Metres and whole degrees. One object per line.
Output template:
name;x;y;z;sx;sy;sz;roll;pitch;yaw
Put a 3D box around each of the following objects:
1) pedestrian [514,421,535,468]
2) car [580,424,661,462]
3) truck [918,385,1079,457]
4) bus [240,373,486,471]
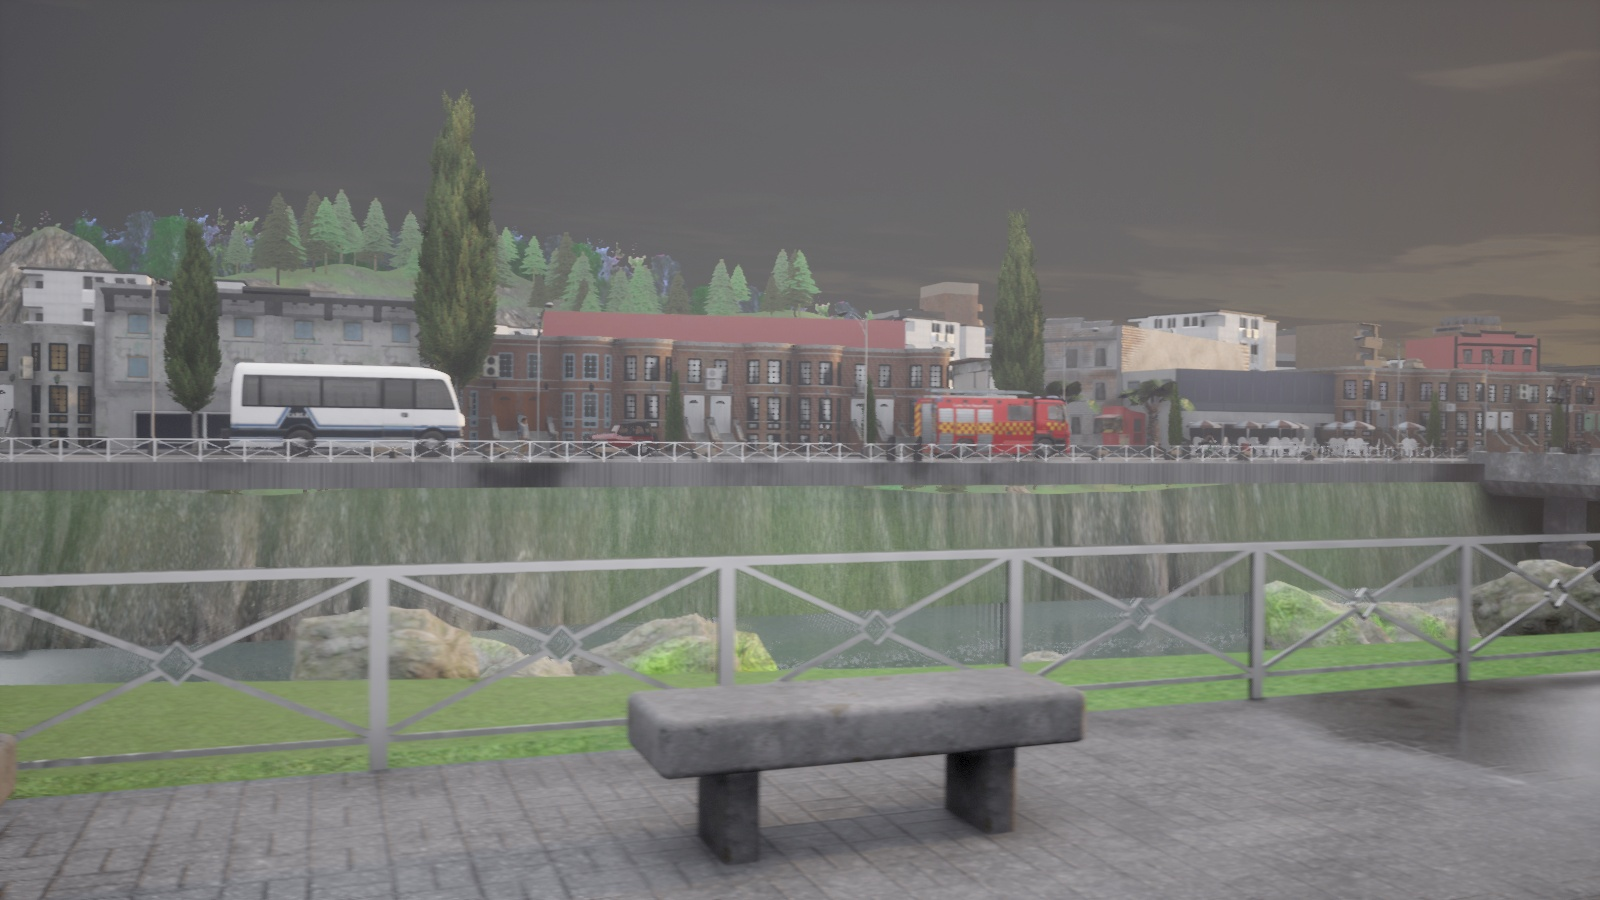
pedestrian;-11.764;-0.238;53.650;0.788;1.949;0.423;-1;1;-5
car;-9.460;-0.380;66.131;3.866;1.878;1.905;-1;1;-21
truck;11.002;-1.618;69.617;8.468;3.827;2.891;-1;1;-21
bus;-20.006;-1.303;57.831;10.273;4.253;3.944;-1;1;-21
